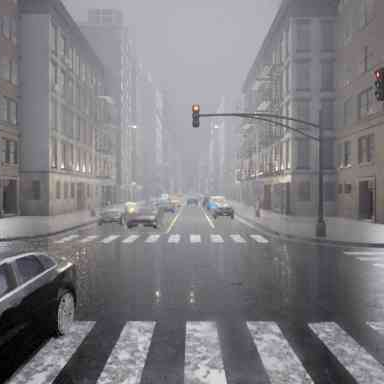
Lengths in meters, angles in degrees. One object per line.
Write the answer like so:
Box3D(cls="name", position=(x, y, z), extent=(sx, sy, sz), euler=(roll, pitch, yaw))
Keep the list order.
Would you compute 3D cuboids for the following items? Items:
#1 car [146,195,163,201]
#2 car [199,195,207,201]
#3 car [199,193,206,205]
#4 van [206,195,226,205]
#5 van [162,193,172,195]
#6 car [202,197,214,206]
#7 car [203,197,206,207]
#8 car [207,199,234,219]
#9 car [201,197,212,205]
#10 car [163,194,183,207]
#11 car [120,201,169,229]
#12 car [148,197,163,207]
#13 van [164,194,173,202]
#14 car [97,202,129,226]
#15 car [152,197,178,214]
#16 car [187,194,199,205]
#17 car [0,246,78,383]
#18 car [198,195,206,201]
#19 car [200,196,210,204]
Box3D(cls="car", position=(-5.421, 1.436, 45.071), extent=(1.967, 1.590, 4.097), euler=(0, 0, 0))
Box3D(cls="car", position=(2.634, 1.540, 82.918), extent=(1.887, 1.381, 4.507), euler=(0, 0, 0))
Box3D(cls="car", position=(2.633, 1.311, 50.480), extent=(2.192, 1.841, 5.009), euler=(0, 0, 0))
Box3D(cls="van", position=(2.632, 1.338, 34.261), extent=(1.690, 1.788, 3.998), euler=(0, 0, 0))
Box3D(cls="van", position=(-5.446, 1.337, 66.695), extent=(1.690, 1.788, 3.998), euler=(0, 0, 0))
Box3D(cls="car", position=(2.633, 1.562, 55.886), extent=(1.947, 1.339, 4.313), euler=(0, 0, 0))
Box3D(cls="car", position=(2.632, 1.578, 39.668), extent=(1.802, 1.307, 4.206), euler=(0, 0, 0))
Box3D(cls="car", position=(2.632, 1.548, 28.855), extent=(2.008, 1.369, 4.403), euler=(0, 0, 0))
Box3D(cls="car", position=(2.633, 1.546, 61.293), extent=(2.008, 1.369, 4.403), euler=(0, 0, 0))
Box3D(cls="car", position=(-2.832, 1.474, 49.693), extent=(1.882, 1.535, 5.008), euler=(0, 0, 0))
Box3D(cls="car", position=(-2.897, 1.546, 21.672), extent=(2.033, 1.411, 5.357), euler=(0, 0, 1))
Box3D(cls="car", position=(-5.427, 1.521, 50.307), extent=(1.752, 1.417, 4.829), euler=(0, 0, 0))
Box3D(cls="van", position=(-5.458, 1.336, 77.508), extent=(1.690, 1.788, 3.998), euler=(0, 0, 0))
Box3D(cls="car", position=(-5.396, 1.549, 23.446), extent=(2.008, 1.369, 4.403), euler=(0, 0, 0))
Box3D(cls="car", position=(-2.855, 1.561, 35.664), extent=(1.994, 1.385, 4.181), euler=(0, 0, 0))
Box3D(cls="car", position=(0.085, 1.501, 57.017), extent=(1.837, 1.490, 4.892), euler=(0, 0, 0))
Box3D(cls="car", position=(-2.852, 1.487, 3.788), extent=(2.128, 1.511, 4.902), euler=(0, 0, 0))
Box3D(cls="car", position=(2.634, 1.560, 88.324), extent=(1.947, 1.339, 4.313), euler=(0, 0, 0))
Box3D(cls="car", position=(2.634, 1.521, 66.868), extent=(1.752, 1.417, 4.829), euler=(0, 0, 0))
